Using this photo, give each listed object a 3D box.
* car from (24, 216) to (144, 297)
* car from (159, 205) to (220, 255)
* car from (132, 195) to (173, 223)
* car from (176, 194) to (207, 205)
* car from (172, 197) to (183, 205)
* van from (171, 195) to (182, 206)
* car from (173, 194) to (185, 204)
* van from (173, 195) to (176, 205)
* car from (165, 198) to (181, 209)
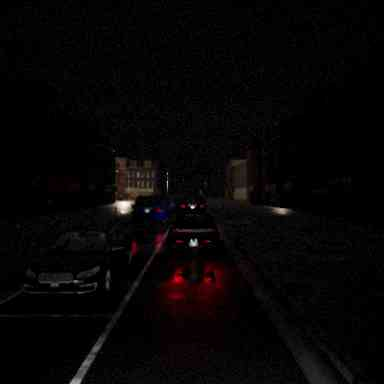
[{"bbox_3d":[-2.640,1.557,8.589,2.008,1.369,4.403,0,0,0],"label":"car"},{"bbox_3d":[0.070,1.501,13.414,2.128,1.511,4.902,0,0,0],"label":"car"},{"bbox_3d":[-2.747,1.243,23.077,2.150,2.045,5.566,0,0,0],"label":"car"},{"bbox_3d":[0.071,1.247,28.052,2.150,2.045,5.566,0,0,0],"label":"car"},{"bbox_3d":[-2.633,1.618,62.928,1.887,1.381,4.507,0,0,0],"label":"car"},{"bbox_3d":[-2.635,1.405,57.495,1.690,1.788,3.998,0,0,0],"label":"van"},{"bbox_3d":[-2.634,1.398,68.363,2.192,1.841,5.009,0,0,0],"label":"car"},{"bbox_3d":[-2.637,1.380,41.193,1.690,1.788,3.998,0,0,0],"label":"van"},{"bbox_3d":[-2.635,1.613,46.627,1.947,1.339,4.313,0,0,0],"label":"car"}]
